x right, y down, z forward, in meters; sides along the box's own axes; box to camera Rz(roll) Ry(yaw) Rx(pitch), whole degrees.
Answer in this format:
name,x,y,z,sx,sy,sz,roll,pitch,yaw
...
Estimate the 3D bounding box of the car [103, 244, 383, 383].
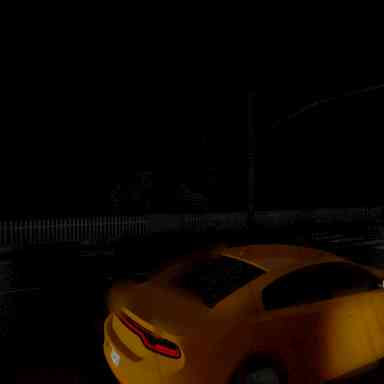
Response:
name,x,y,z,sx,sy,sz,roll,pitch,yaw
car,1.377,1.478,4.560,5.008,1.535,1.882,0,0,-30
